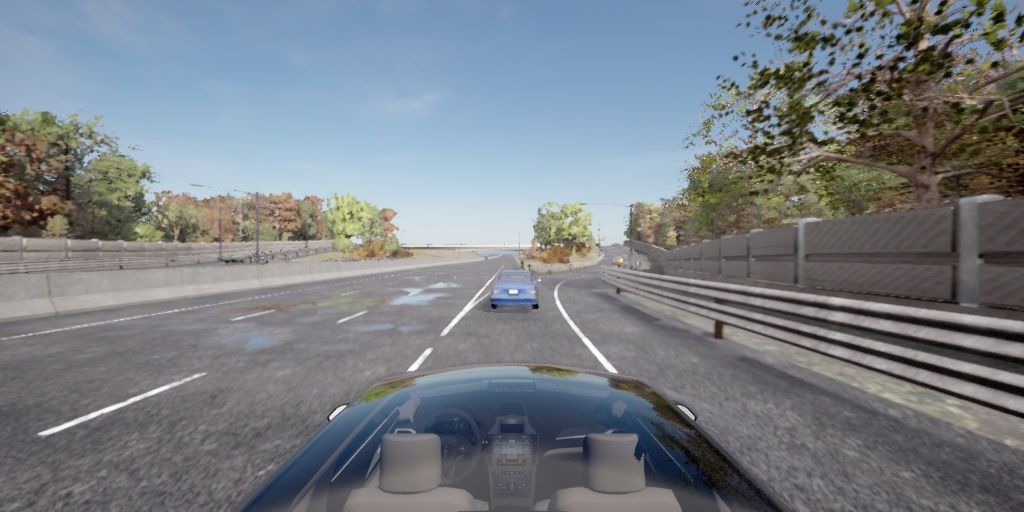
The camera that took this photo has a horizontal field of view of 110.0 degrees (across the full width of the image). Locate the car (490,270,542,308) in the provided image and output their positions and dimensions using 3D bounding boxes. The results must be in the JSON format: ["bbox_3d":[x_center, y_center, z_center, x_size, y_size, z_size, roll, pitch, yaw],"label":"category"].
[{"bbox_3d":[0.236,1.302,15.129,2.033,1.411,5.357,0,0,4],"label":"car"}]
